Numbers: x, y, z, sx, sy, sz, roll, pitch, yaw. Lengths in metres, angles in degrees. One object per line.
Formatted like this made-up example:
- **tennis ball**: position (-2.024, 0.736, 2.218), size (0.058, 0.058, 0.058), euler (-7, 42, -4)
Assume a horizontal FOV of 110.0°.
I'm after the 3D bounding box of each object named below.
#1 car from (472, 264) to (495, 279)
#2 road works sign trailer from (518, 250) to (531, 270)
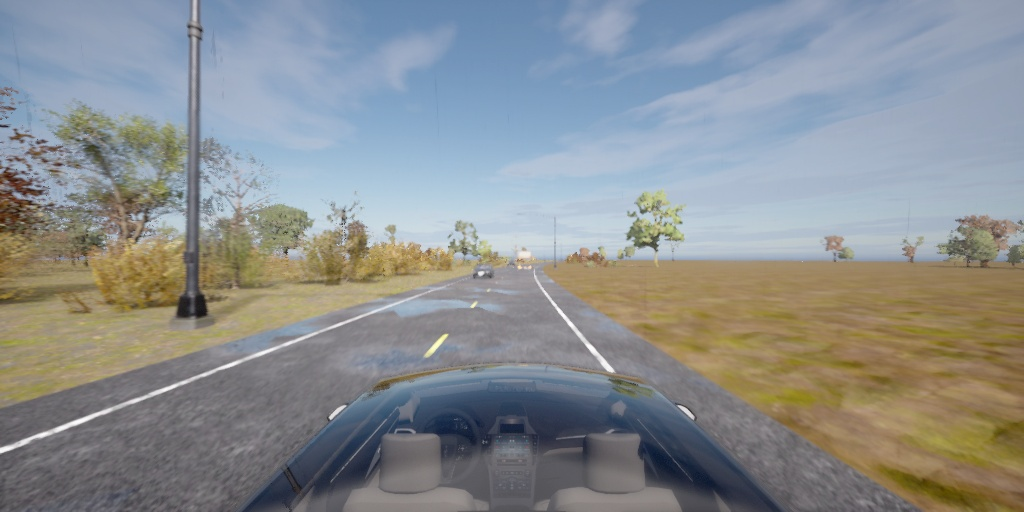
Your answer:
- **car**: position (-2.861, 1.552, 36.798), size (2.128, 1.511, 4.902), euler (0, -1, 3)
- **road works sign trailer**: position (2.273, 0.776, 64.505), size (2.380, 3.560, 2.880), euler (0, 0, 5)
